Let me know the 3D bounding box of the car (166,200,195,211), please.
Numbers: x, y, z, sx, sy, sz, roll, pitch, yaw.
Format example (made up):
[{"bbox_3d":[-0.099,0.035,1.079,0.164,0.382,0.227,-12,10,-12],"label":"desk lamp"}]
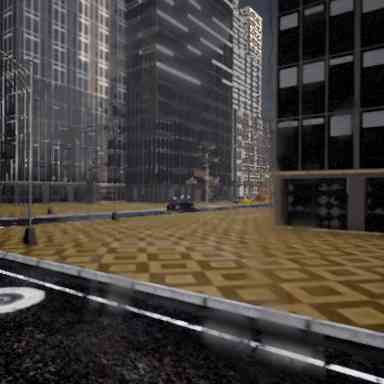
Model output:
[{"bbox_3d":[-1.430,1.692,42.593,1.994,1.385,4.181,1,0,37],"label":"car"}]

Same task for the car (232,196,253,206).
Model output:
[{"bbox_3d":[8.553,1.486,55.832,1.882,1.535,5.008,1,0,37],"label":"car"}]
